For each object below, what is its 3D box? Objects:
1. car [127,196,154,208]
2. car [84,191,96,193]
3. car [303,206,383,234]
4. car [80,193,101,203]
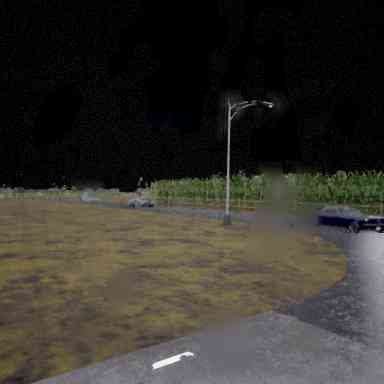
[{"bbox_3d":[-6.249,1.225,40.135,1.994,1.385,4.181,2,-1,-35],"label":"car"},{"bbox_3d":[-20.789,0.916,67.075,2.150,2.045,5.566,2,-1,-35],"label":"car"},{"bbox_3d":[8.276,1.439,18.084,1.895,1.301,4.718,2,0,-19],"label":"car"},{"bbox_3d":[-16.631,1.255,54.957,1.895,1.301,4.718,2,-1,-35],"label":"car"}]
